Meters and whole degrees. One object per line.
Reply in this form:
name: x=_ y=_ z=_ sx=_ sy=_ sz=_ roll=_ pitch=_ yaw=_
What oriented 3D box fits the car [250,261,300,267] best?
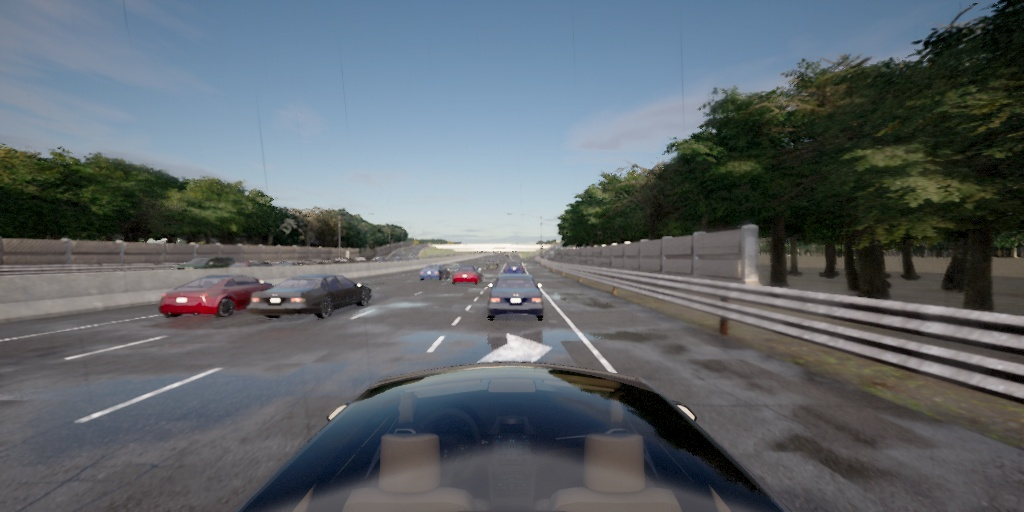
car: x=-20.977 y=1.397 z=32.743 sx=1.837 sy=1.490 sz=4.892 roll=0 pitch=0 yaw=0

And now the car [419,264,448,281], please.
car: x=-6.795 y=1.437 z=31.931 sx=2.033 sy=1.411 sz=5.357 roll=0 pitch=0 yaw=0

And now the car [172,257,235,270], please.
car: x=-27.974 y=1.112 z=32.928 sx=2.150 sy=2.045 sz=5.566 roll=0 pitch=0 yaw=0

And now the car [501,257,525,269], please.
car: x=0.243 y=1.261 z=36.749 sx=2.097 sy=1.767 sz=4.553 roll=0 pitch=0 yaw=0

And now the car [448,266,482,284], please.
car: x=-3.417 y=1.436 z=28.069 sx=1.994 sy=1.385 sz=4.181 roll=0 pitch=0 yaw=0

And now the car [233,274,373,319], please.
car: x=-6.884 y=1.349 z=12.946 sx=2.033 sy=1.411 sz=5.357 roll=0 pitch=0 yaw=0

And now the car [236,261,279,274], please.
car: x=-31.363 y=1.414 z=44.373 sx=1.837 sy=1.490 sz=4.892 roll=0 pitch=0 yaw=1

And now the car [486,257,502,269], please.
car: x=-3.145 y=1.300 z=58.621 sx=2.128 sy=1.511 sz=4.902 roll=0 pitch=1 yaw=1

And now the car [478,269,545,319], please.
car: x=0.118 y=1.349 z=12.932 sx=2.033 sy=1.411 sz=5.357 roll=0 pitch=0 yaw=0

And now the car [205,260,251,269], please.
car: x=-24.478 y=1.368 z=32.501 sx=1.882 sy=1.535 sz=5.008 roll=0 pitch=0 yaw=0

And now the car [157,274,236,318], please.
car: x=-10.380 y=1.367 z=13.286 sx=1.994 sy=1.385 sz=4.181 roll=0 pitch=0 yaw=0
